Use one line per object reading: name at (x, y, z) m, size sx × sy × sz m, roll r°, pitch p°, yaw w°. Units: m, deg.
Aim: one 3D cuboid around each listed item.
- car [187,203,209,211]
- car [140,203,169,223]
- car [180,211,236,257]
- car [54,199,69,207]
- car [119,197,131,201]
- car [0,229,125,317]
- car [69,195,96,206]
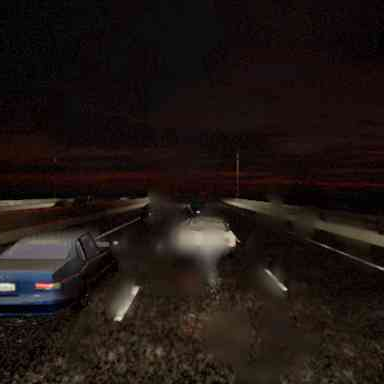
car at (0.547, 1.700, 30.592) m, size 1.994 × 1.385 × 4.181 m, roll 0°, pitch 0°, yaw 0°
car at (-2.956, 1.598, 26.926) m, size 1.882 × 1.535 × 5.008 m, roll 0°, pitch 0°, yaw 0°
car at (0.532, 1.661, 13.164) m, size 1.895 × 1.301 × 4.718 m, roll 0°, pitch 0°, yaw 0°
car at (-20.578, 1.781, 54.458) m, size 2.033 × 1.411 × 5.357 m, roll 0°, pitch 0°, yaw 1°
car at (-13.495, 1.778, 67.075) m, size 2.128 × 1.511 × 4.902 m, roll 0°, pitch 0°, yaw 0°
car at (-2.974, 1.584, 7.848) m, size 2.033 × 1.411 × 5.357 m, roll 0°, pitch 0°, yaw 0°
car at (-17.091, 1.447, 53.048) m, size 2.150 × 2.045 × 5.566 m, roll 0°, pitch 0°, yaw 1°
